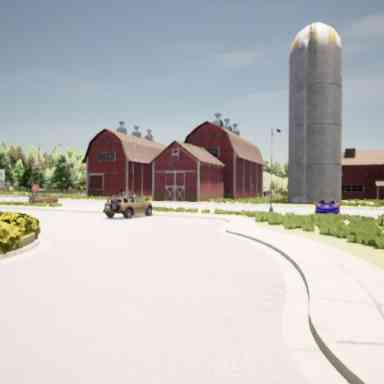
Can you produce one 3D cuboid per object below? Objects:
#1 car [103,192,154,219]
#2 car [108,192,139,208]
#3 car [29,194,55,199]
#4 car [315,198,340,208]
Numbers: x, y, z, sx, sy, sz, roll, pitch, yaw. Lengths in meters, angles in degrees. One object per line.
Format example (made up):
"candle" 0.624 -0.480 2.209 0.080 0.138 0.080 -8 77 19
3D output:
"car" -4.947 1.088 26.345 1.932 1.855 4.605 1 0 25
"car" -8.718 0.946 42.632 1.905 1.878 3.866 1 0 25
"car" -21.223 0.983 47.709 1.816 1.474 4.193 1 0 25
"car" 13.303 1.395 32.591 2.242 1.667 4.611 1 0 25
